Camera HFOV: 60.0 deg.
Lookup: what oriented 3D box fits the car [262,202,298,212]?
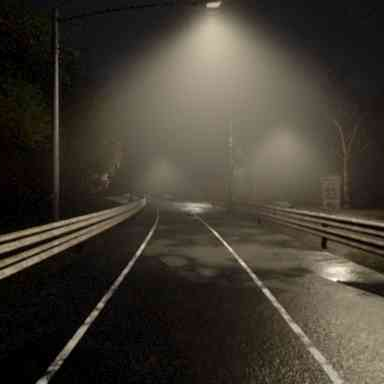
[{"bbox_3d":[9.699,1.754,37.549,1.895,1.301,4.718,0,0,-20],"label":"car"}]

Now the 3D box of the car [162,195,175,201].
[{"bbox_3d":[-5.562,1.495,79.115,2.033,1.411,5.357,0,0,-20],"label":"car"}]
